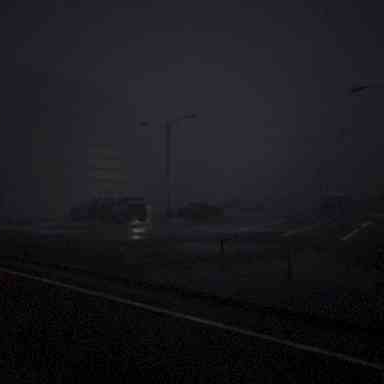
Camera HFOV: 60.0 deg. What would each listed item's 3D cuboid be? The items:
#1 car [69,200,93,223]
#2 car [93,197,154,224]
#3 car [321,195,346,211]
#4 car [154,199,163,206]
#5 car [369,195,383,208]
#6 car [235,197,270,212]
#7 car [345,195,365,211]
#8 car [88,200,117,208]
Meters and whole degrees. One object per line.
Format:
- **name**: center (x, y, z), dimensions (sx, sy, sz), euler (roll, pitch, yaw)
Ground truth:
- **car**: center (-7.421, 1.389, 26.690), dimensions (1.932, 1.855, 4.605), euler (-1, 0, 34)
- **car**: center (-5.053, 1.360, 25.025), dimensions (1.905, 1.878, 3.866), euler (-1, 0, 34)
- **car**: center (20.200, 1.511, 47.271), dimensions (1.970, 1.475, 3.806), euler (-1, 0, 34)
- **car**: center (-7.479, 2.040, 64.431), dimensions (1.994, 1.385, 4.181), euler (-1, -1, 34)
- **car**: center (24.848, 1.208, 44.192), dimensions (1.932, 1.855, 4.605), euler (-1, 0, 34)
- **car**: center (6.968, 1.572, 37.985), dimensions (1.970, 1.475, 3.806), euler (-1, 0, 34)
- **car**: center (22.598, 1.448, 45.651), dimensions (1.784, 1.438, 3.905), euler (-1, 0, 34)
- **car**: center (-15.703, 2.113, 58.550), dimensions (1.895, 1.301, 4.718), euler (-1, 0, 34)
